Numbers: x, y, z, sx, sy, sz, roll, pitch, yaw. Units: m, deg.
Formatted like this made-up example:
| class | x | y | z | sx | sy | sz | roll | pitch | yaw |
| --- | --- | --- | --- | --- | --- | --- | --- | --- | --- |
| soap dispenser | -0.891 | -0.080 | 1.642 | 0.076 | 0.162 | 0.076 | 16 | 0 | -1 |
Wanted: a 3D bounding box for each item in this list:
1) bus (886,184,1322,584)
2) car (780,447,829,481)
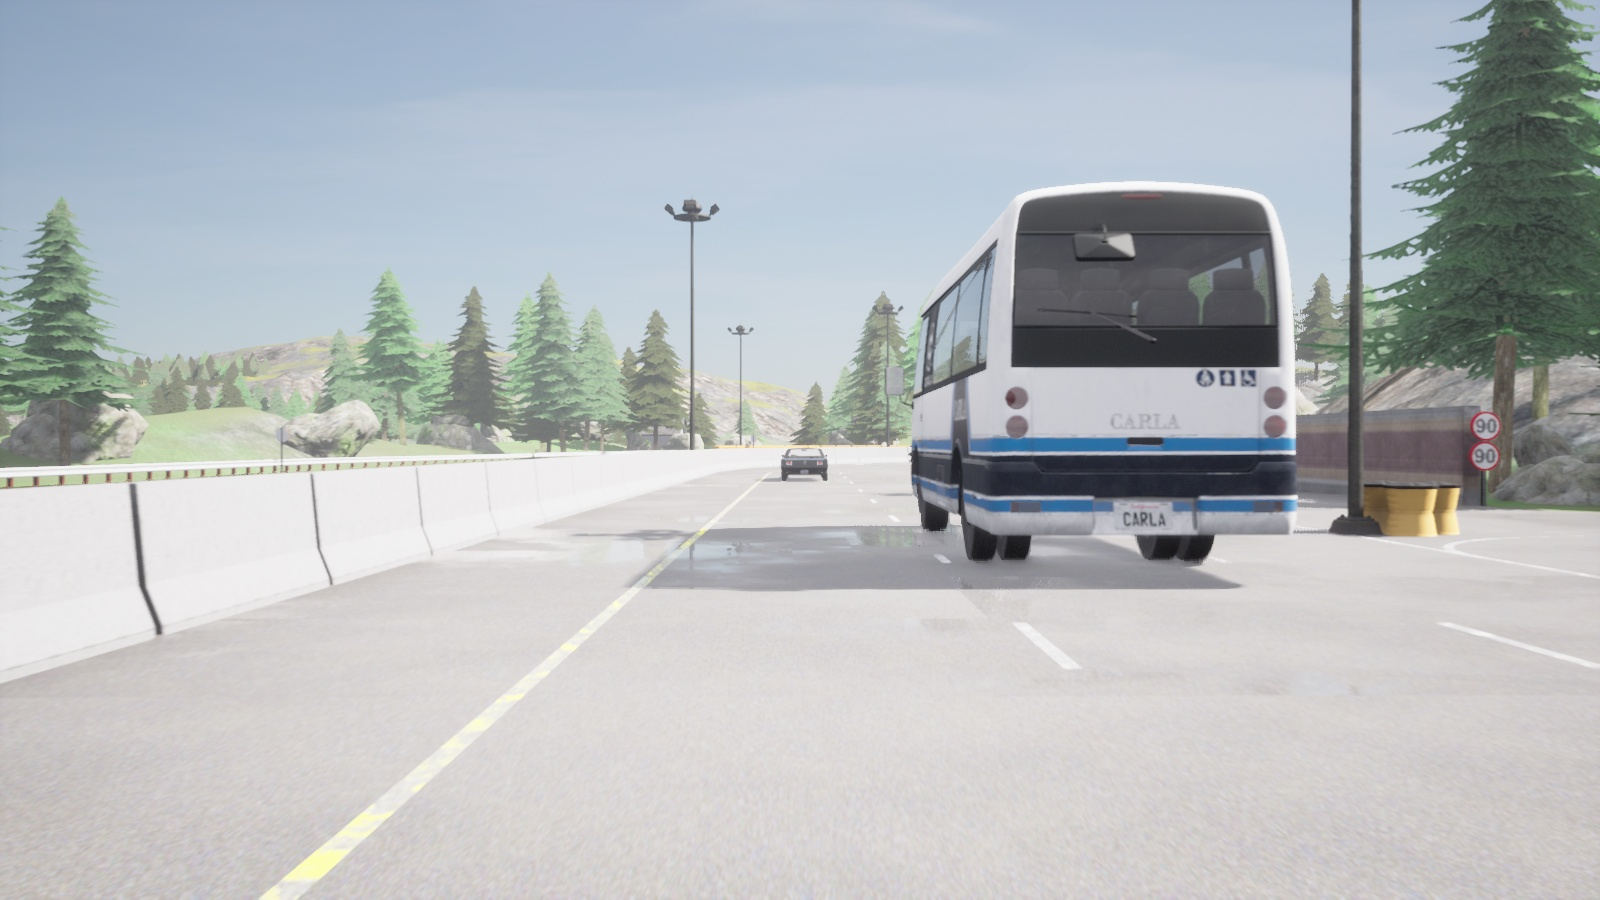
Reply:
| class | x | y | z | sx | sy | sz | roll | pitch | yaw |
| --- | --- | --- | --- | --- | --- | --- | --- | --- | --- |
| bus | 3.587 | -0.731 | 18.502 | 3.944 | 4.253 | 10.273 | 0 | 0 | 0 |
| car | 0.185 | 0.555 | 51.777 | 1.895 | 1.301 | 4.718 | 0 | 0 | 0 |
